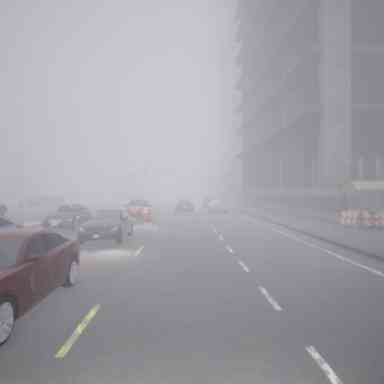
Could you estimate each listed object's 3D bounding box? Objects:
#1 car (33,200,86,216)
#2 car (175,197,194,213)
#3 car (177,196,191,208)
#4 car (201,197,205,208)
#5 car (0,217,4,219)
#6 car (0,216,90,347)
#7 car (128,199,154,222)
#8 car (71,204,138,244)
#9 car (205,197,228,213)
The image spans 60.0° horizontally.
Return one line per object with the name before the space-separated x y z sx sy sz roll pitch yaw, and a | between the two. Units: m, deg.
car | -7.574 1.520 20.643 2.128 1.511 4.902 0 0 -1
car | -0.814 1.528 36.250 1.994 1.385 4.181 0 0 -1
car | -1.153 1.430 48.242 1.882 1.535 5.008 0 0 -1
car | 2.436 1.436 47.514 1.837 1.490 4.892 0 1 -1
car | -7.329 1.516 10.789 1.882 1.535 5.008 0 0 -1
car | -3.720 1.497 6.486 1.882 1.535 5.008 0 0 -1
car | -4.204 1.351 26.151 2.097 1.767 4.553 0 0 -1
car | -3.951 1.535 15.863 1.812 1.442 4.674 0 0 -1
car | 2.738 1.466 35.937 1.812 1.442 4.674 0 0 -1
